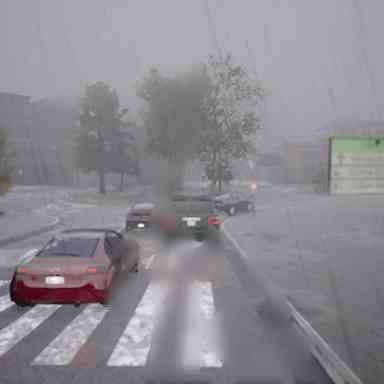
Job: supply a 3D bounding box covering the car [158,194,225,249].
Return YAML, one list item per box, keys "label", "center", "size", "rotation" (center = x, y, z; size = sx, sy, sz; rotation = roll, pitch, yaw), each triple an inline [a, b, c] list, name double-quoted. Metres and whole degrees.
- label: "car"
  center: [0.020, 1.140, 14.476]
  size: [2.150, 2.045, 5.566]
  rotation: [0, 1, 1]

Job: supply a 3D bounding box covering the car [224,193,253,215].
- label: "car"
  center: [3.131, 0.880, 26.474]
  size: [1.837, 1.490, 4.892]
  rotation: [3, 6, 37]

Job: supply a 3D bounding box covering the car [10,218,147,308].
- label: "car"
  center: [-2.470, 1.565, 8.037]
  size: [1.994, 1.385, 4.181]
  rotation: [0, 0, 0]

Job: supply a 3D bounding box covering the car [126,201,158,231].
- label: "car"
  center: [-2.422, 1.288, 18.690]
  size: [1.837, 1.490, 4.892]
  rotation: [0, 2, 2]
